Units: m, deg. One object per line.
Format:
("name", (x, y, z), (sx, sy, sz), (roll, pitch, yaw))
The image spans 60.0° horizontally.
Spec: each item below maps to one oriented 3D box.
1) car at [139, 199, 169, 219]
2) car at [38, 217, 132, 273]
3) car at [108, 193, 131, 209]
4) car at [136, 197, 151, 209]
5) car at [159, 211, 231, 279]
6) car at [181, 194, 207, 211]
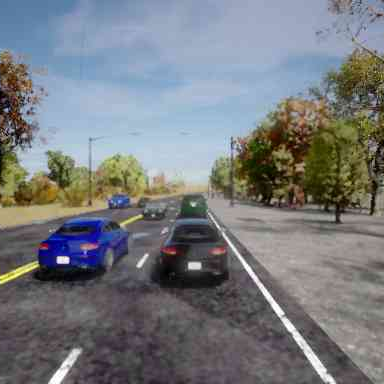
("car", (-3.063, 1.572, 28.866), (1.895, 1.301, 4.718), (0, 0, 1))
("car", (-3.165, 1.518, 10.560), (1.812, 1.442, 4.674), (0, 0, 1))
("car", (-9.613, 1.160, 44.513), (2.150, 2.045, 5.566), (0, 1, 1))
("car", (-6.352, 1.447, 45.222), (1.837, 1.490, 4.892), (0, 0, 1))
("car", (0.076, 1.519, 9.939), (1.812, 1.442, 4.674), (0, 0, 0))
("car", (0.177, 1.169, 29.364), (2.150, 2.045, 5.566), (-1, 0, 1))
